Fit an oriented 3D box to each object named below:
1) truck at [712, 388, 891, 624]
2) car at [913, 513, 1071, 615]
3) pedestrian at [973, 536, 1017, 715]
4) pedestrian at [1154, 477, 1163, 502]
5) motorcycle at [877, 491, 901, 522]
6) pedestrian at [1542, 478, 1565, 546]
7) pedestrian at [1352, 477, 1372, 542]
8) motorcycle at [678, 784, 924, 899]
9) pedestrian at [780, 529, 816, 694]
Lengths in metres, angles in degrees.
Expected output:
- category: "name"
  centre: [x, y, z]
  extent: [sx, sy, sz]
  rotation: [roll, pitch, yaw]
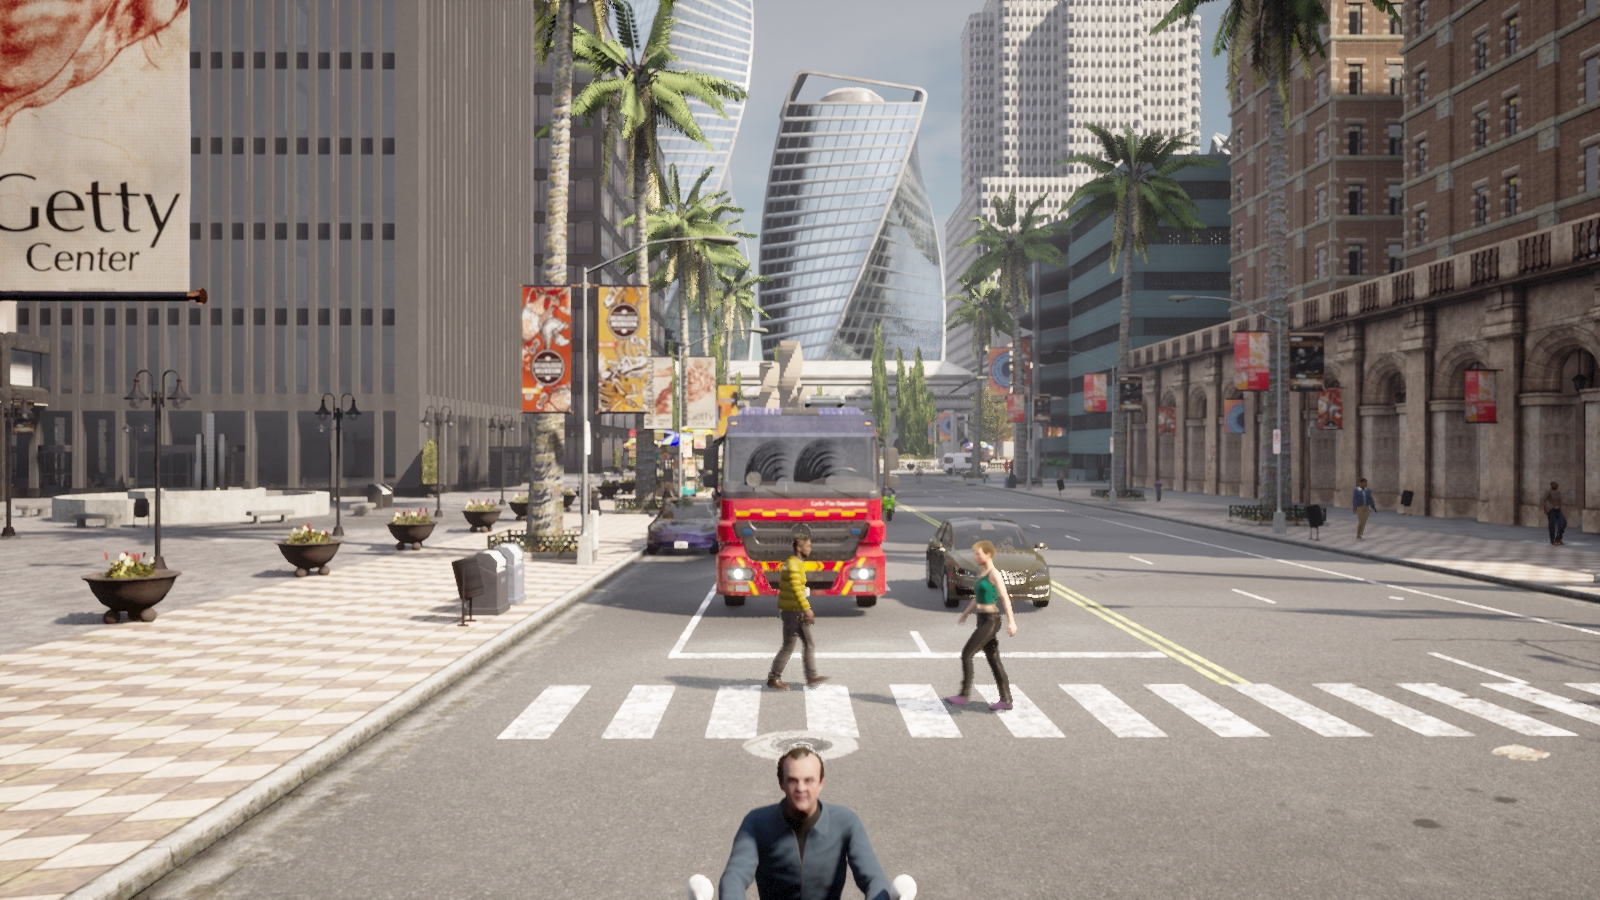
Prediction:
- category: "truck"
  centre: [0.025, 0.912, 22.780]
  extent: [2.891, 3.827, 8.468]
  rotation: [0, 0, 0]
- category: "car"
  centre: [3.518, 2.082, 21.965]
  extent: [2.231, 1.480, 4.892]
  rotation: [0, 0, 0]
- category: "pedestrian"
  centre: [2.084, 1.861, 12.222]
  extent: [0.375, 1.860, 0.375]
  rotation: [0, 0, -8]
- category: "pedestrian"
  centre: [18.354, 2.029, 58.528]
  extent: [0.375, 1.300, 0.375]
  rotation: [0, 0, 12]
- category: "motorcycle"
  centre: [3.541, 2.254, 45.753]
  extent: [0.803, 1.145, 2.033]
  rotation: [0, 0, 0]
- category: "pedestrian"
  centre: [20.937, 1.726, 31.741]
  extent: [0.375, 1.860, 0.375]
  rotation: [0, 0, -1]
- category: "pedestrian"
  centre: [16.382, 1.727, 33.302]
  extent: [0.375, 1.860, 0.375]
  rotation: [0, 0, 0]
- category: "motorcycle"
  centre: [0.004, 2.187, 4.482]
  extent: [0.856, 1.236, 1.805]
  rotation: [0, 0, 0]
- category: "pedestrian"
  centre: [-0.020, 1.862, 13.264]
  extent: [0.375, 1.860, 0.375]
  rotation: [0, 0, 8]
